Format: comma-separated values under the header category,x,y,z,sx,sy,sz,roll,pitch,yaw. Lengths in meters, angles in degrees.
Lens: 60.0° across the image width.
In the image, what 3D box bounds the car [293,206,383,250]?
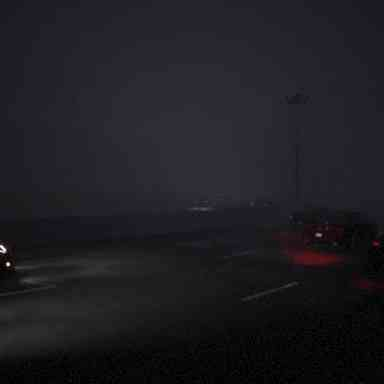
category,x,y,z,sx,sy,sz,roll,pitch,yaw
car,6.682,1.536,14.775,1.882,1.535,5.008,0,0,44

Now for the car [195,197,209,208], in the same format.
category,x,y,z,sx,sy,sz,roll,pitch,yaw
car,2.043,1.518,52.909,2.097,1.767,4.553,0,0,18

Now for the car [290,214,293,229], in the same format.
category,x,y,z,sx,sy,sz,roll,pitch,yaw
car,7.812,1.606,21.217,1.812,1.442,4.674,0,0,40

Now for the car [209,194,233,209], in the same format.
category,x,y,z,sx,sy,sz,roll,pitch,yaw
car,4.832,1.385,50.200,2.150,2.045,5.566,0,0,21

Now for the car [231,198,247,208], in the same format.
category,x,y,z,sx,sy,sz,roll,pitch,yaw
car,7.527,1.761,47.584,1.895,1.301,4.718,0,0,22

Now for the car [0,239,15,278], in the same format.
category,x,y,z,sx,sy,sz,roll,pitch,yaw
car,-6.747,1.363,7.809,4.553,1.767,2.097,0,0,-35

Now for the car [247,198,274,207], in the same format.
category,x,y,z,sx,sy,sz,roll,pitch,yaw
car,9.014,1.500,42.535,2.097,1.767,4.553,0,0,25

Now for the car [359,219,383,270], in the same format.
category,x,y,z,sx,sy,sz,roll,pitch,yaw
car,7.072,1.609,10.240,4.181,1.385,1.994,0,0,-43
